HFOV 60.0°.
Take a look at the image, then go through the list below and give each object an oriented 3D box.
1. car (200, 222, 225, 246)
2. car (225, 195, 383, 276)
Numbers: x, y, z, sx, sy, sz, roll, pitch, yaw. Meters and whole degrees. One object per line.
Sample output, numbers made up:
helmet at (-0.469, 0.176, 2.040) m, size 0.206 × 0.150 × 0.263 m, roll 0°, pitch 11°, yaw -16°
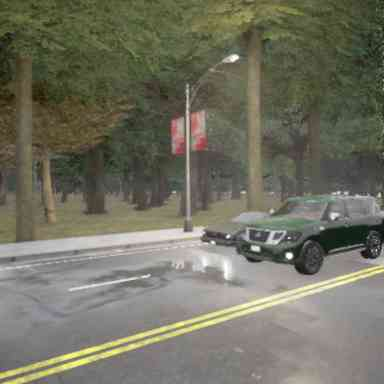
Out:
car at (2.930, 1.448, 13.758) m, size 5.357 × 1.411 × 2.033 m, roll -1°, pitch 0°, yaw -35°
car at (3.940, 1.133, 10.488) m, size 5.566 × 2.045 × 2.150 m, roll -1°, pitch 0°, yaw -35°
